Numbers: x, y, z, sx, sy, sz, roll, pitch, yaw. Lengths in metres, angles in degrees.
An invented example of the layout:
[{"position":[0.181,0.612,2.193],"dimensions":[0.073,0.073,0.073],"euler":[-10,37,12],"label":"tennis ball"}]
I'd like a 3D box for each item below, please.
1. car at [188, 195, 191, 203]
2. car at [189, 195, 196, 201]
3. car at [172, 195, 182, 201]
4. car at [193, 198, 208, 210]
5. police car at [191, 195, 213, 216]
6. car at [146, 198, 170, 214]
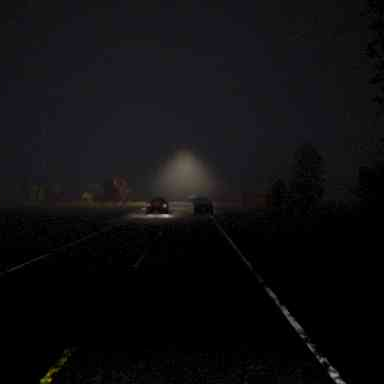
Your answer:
[{"position":[0.105,1.496,68.102],"dimensions":[2.128,1.511,4.902],"euler":[0,0,0],"label":"car"},{"position":[0.121,1.477,84.572],"dimensions":[1.812,1.442,4.674],"euler":[0,0,0],"label":"car"},{"position":[-3.383,1.339,76.503],"dimensions":[2.128,1.511,4.902],"euler":[0,0,0],"label":"car"},{"position":[1.117,1.543,43.731],"dimensions":[1.837,1.490,4.892],"euler":[0,0,0],"label":"car"},{"position":[1.102,1.462,33.840],"dimensions":[1.930,1.638,5.238],"euler":[0,0,0],"label":"police car"},{"position":[-3.539,1.389,35.182],"dimensions":[2.097,1.767,4.553],"euler":[0,0,0],"label":"car"}]
